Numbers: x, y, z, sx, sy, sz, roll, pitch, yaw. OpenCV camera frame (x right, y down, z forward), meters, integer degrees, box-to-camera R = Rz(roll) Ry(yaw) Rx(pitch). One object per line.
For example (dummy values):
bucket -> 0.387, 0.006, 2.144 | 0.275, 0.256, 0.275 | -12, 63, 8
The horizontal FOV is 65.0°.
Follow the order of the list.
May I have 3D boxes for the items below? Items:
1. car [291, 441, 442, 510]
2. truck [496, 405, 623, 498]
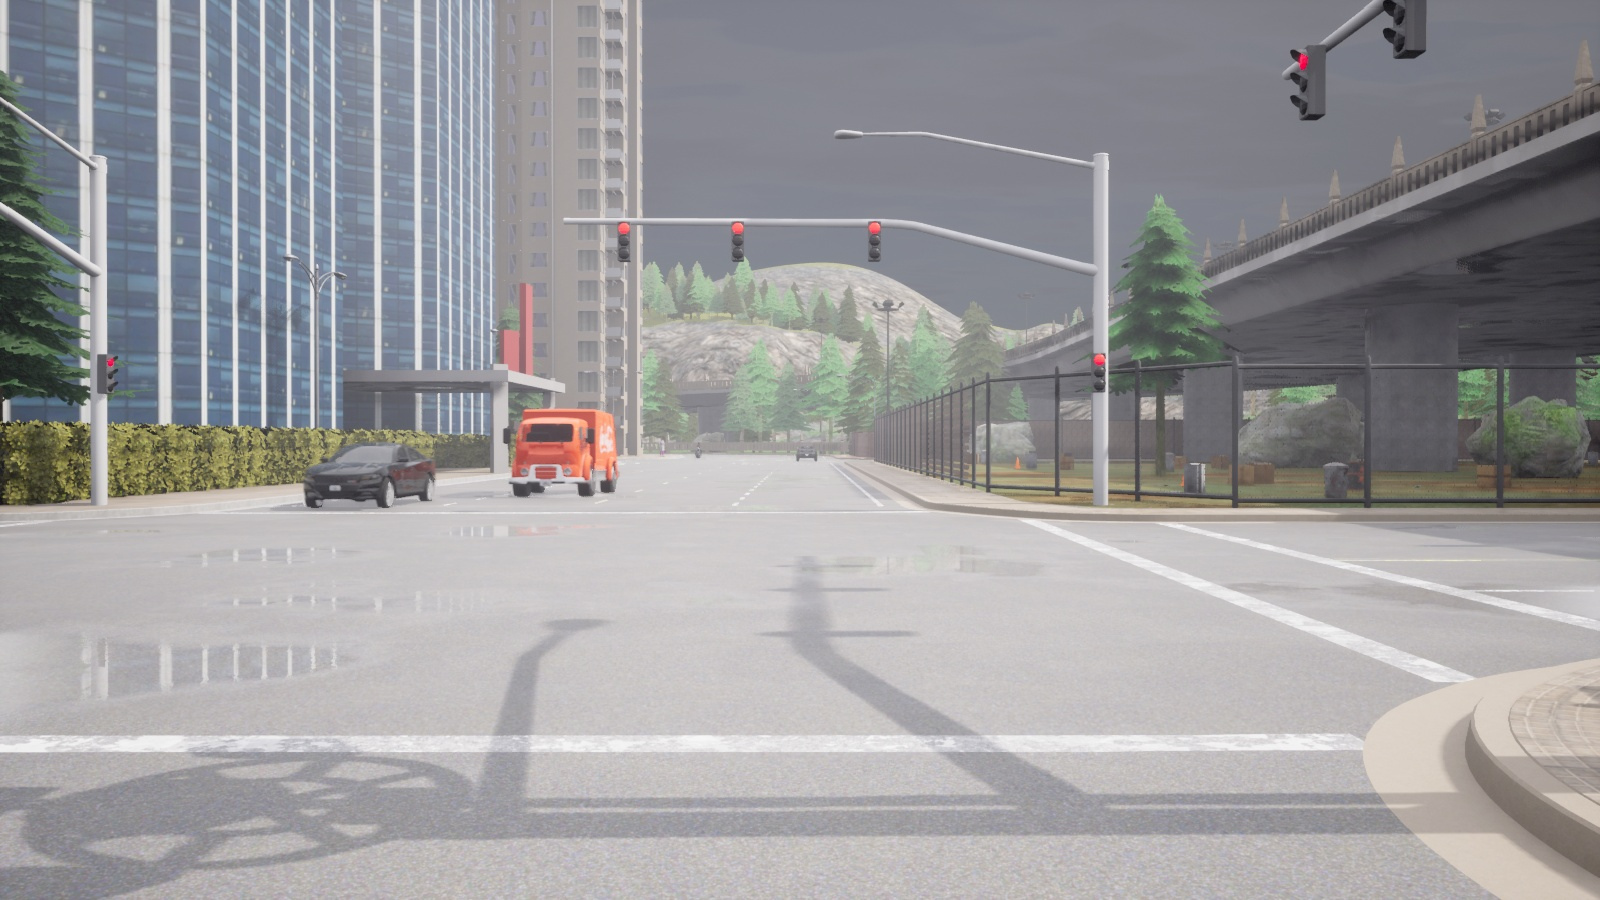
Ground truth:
car -> -10.324, 0.546, 30.341 | 1.882, 1.535, 5.008 | 0, 0, 0
truck -> -6.793, 0.059, 36.116 | 2.627, 2.467, 5.204 | 0, 0, 0
